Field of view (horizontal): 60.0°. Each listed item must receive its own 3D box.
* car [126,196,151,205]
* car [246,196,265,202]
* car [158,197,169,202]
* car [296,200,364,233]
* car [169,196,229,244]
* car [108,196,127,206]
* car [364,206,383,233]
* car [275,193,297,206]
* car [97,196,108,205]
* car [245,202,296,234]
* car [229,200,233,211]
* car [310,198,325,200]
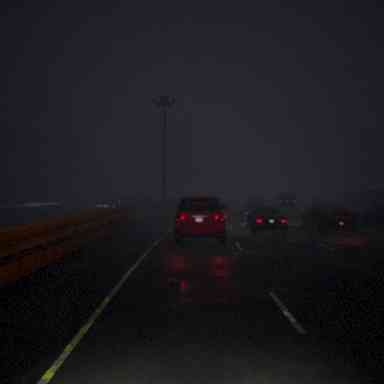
[{"bbox_3d":[-7.727,1.401,50.780,1.812,1.442,4.674,0,0,17],"label":"car"},{"bbox_3d":[7.287,1.258,38.312,2.097,1.767,4.553,0,0,12],"label":"car"},{"bbox_3d":[-3.618,1.419,52.397,2.033,1.411,5.357,0,0,17],"label":"car"},{"bbox_3d":[7.733,1.430,19.201,1.882,1.535,5.008,0,0,5],"label":"car"},{"bbox_3d":[0.431,1.183,15.704,2.150,2.045,5.566,0,0,3],"label":"car"},{"bbox_3d":[-10.772,1.375,52.816,1.837,1.490,4.892,0,0,17],"label":"car"},{"bbox_3d":[11.198,1.501,19.042,2.033,1.411,5.357,0,0,5],"label":"car"},{"bbox_3d":[10.829,1.128,38.304,2.150,2.045,5.566,0,0,13],"label":"car"},{"bbox_3d":[-13.813,1.429,54.818,1.994,1.385,4.181,0,0,17],"label":"car"},{"bbox_3d":[4.182,1.501,19.041,2.033,1.411,5.357,0,0,5],"label":"car"},{"bbox_3d":[3.601,1.508,38.030,1.895,1.301,4.718,0,0,13],"label":"car"},{"bbox_3d":[14.528,1.383,38.569,1.882,1.535,5.008,0,0,14],"label":"car"}]
